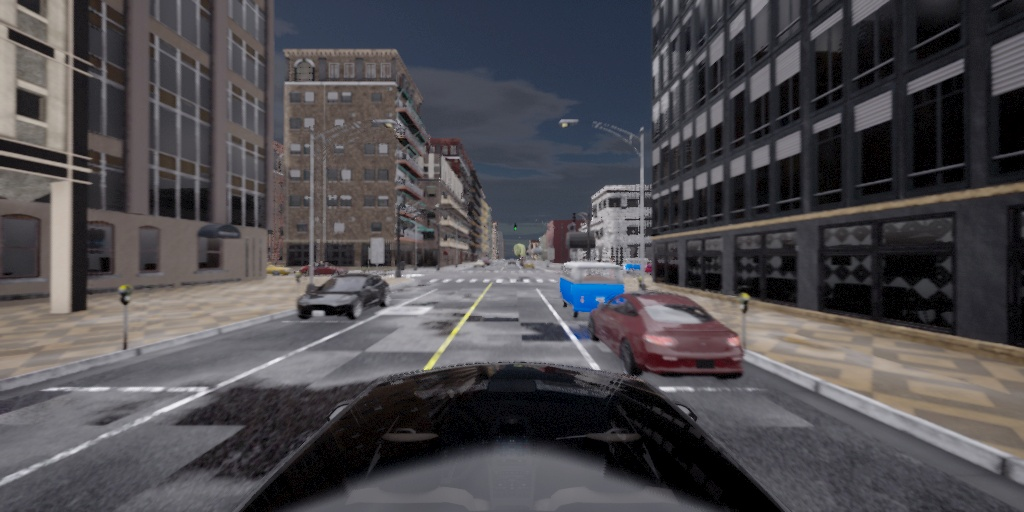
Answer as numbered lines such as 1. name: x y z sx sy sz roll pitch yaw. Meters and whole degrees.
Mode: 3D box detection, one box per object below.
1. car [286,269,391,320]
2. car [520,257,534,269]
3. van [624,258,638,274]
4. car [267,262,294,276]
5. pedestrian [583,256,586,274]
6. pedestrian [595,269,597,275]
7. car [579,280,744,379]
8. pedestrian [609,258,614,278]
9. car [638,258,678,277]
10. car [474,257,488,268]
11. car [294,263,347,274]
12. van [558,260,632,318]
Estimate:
1. car: -5.692 1.316 12.717 1.948 1.339 4.313 0 0 0
2. car: 2.682 1.306 57.649 1.751 1.417 4.829 0 0 0
3. van: 14.891 1.171 41.959 3.998 1.789 1.690 0 0 0
4. car: -22.965 1.213 33.482 4.829 1.417 1.751 0 0 0
5. pedestrian: 5.686 0.894 27.985 0.375 1.860 0.375 0 0 0
6. pedestrian: 6.290 1.275 26.783 0.500 1.100 0.500 0 0 0
7. car: 2.656 1.332 7.003 1.802 1.307 4.207 0 0 0
8. pedestrian: 7.619 1.018 27.385 0.375 1.860 0.375 0 0 0
9. car: 14.914 1.105 33.579 5.009 1.841 2.192 0 0 0
10. car: -5.700 1.312 62.845 1.751 1.417 4.829 0 0 0
11. car: -17.472 1.281 33.496 4.207 1.307 1.802 0 0 0
12. van: 2.655 1.091 12.693 1.690 1.789 3.998 0 0 0
